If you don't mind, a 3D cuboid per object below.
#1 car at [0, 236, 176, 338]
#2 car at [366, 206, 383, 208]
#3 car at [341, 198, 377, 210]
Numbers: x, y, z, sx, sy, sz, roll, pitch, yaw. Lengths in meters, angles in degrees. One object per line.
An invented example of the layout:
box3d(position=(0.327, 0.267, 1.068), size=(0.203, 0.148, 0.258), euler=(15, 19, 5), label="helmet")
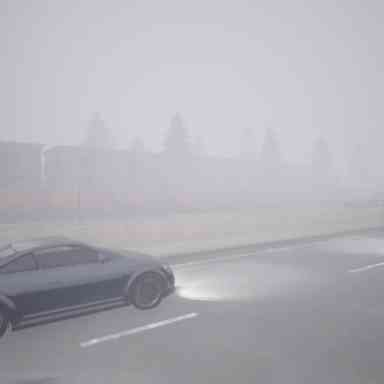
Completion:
box3d(position=(-2.401, 1.555, 6.333), size=(4.181, 1.385, 1.994), euler=(0, 0, -35), label="car")
box3d(position=(21.251, 1.010, 36.336), size=(5.566, 2.045, 2.150), euler=(0, 0, -35), label="car")
box3d(position=(19.960, 1.385, 39.705), size=(4.718, 1.301, 1.895), euler=(0, 0, -35), label="car")
